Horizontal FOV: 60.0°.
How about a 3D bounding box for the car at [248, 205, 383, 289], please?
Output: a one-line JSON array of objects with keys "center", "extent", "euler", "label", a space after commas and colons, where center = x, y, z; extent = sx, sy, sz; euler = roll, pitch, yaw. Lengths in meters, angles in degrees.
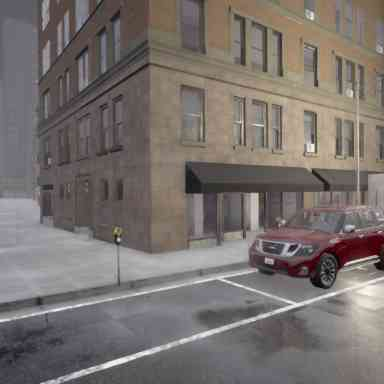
[{"center": [3.864, 1.313, 9.310], "extent": [5.009, 1.841, 2.192], "euler": [0, -1, -36], "label": "car"}]
